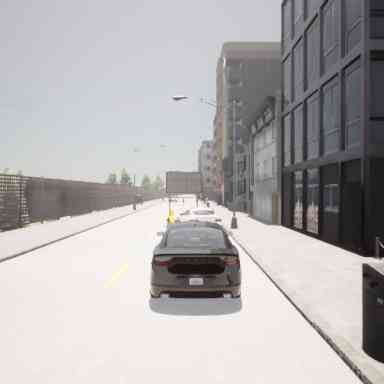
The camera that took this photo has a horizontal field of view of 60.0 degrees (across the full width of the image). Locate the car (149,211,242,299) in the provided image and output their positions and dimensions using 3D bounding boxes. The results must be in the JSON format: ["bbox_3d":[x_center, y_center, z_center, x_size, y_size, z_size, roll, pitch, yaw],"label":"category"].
[{"bbox_3d":[0.073,1.477,8.530,1.882,1.535,5.008,0,0,0],"label":"car"}]

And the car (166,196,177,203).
[{"bbox_3d":[-4.214,1.517,70.072,1.812,1.442,4.674,0,0,0],"label":"car"}]

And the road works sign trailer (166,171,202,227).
[{"bbox_3d":[-0.569,0.462,21.370,2.380,3.560,2.880,0,0,-17],"label":"road works sign trailer"}]

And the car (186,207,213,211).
[{"bbox_3d":[0.382,1.538,17.883,1.812,1.442,4.674,0,-1,-9],"label":"car"}]
